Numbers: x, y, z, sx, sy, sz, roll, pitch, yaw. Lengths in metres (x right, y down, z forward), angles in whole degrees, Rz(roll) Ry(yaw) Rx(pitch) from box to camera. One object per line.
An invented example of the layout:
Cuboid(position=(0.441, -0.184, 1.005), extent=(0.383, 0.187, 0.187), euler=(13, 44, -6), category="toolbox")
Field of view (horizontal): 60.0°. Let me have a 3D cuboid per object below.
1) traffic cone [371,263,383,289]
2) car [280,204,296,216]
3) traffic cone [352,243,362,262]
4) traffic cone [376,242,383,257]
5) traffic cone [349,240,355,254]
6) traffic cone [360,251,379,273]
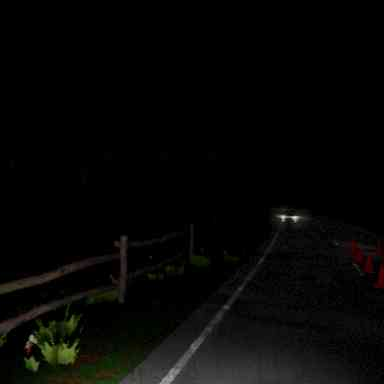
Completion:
Cuboid(position=(5.107, 2.261, 8.939), extent=(0.340, 0.580, 0.340), euler=(2, -1, 19), category="traffic cone")
Cuboid(position=(13.476, 2.500, 46.599), extent=(1.882, 1.535, 5.008), euler=(2, -1, 12), category="car")
Cuboid(position=(6.425, 2.353, 12.715), extent=(0.340, 0.580, 0.340), euler=(2, -1, 19), category="traffic cone")
Cuboid(position=(8.028, 2.437, 14.272), extent=(0.340, 0.580, 0.340), euler=(2, -1, 19), category="traffic cone")
Cuboid(position=(7.085, 2.400, 14.603), extent=(0.340, 0.580, 0.340), euler=(2, -1, 19), category="traffic cone")
Cuboid(position=(5.766, 2.307, 10.827), extent=(0.340, 0.580, 0.340), euler=(2, -1, 19), category="traffic cone")
